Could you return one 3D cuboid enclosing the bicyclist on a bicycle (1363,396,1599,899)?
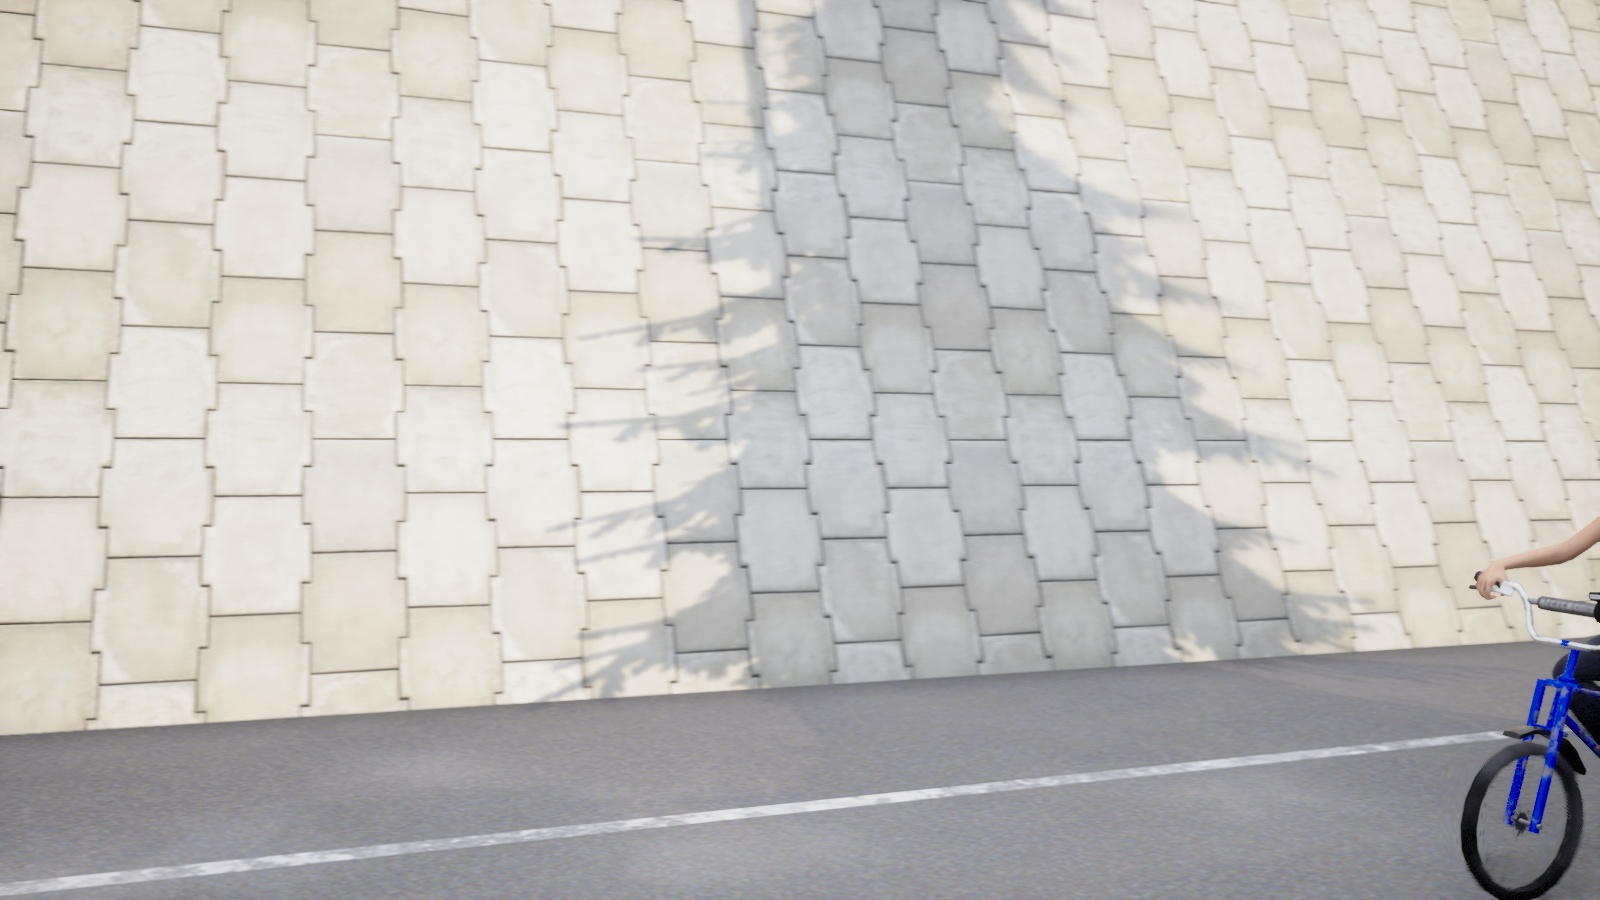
[{"bbox_3d":[2.863,0.633,4.320,1.509,1.612,0.866,-1,1,-21],"label":"bicyclist on a bicycle"}]
